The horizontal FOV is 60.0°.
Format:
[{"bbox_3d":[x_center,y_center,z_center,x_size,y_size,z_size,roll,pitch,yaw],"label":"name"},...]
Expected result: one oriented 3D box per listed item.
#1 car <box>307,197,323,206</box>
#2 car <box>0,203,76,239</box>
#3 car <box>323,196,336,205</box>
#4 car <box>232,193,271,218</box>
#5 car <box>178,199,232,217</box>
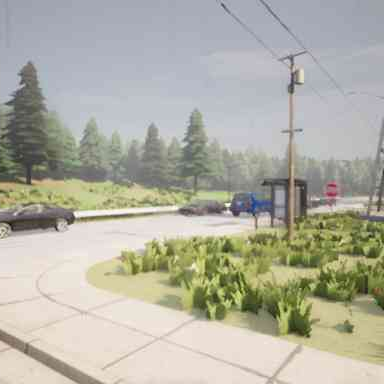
[{"bbox_3d":[14.403,1.422,41.590,1.994,1.385,4.181,1,0,36],"label":"car"},{"bbox_3d":[-8.204,1.305,16.491,2.128,1.511,4.902,1,0,36],"label":"car"},{"bbox_3d":[20.163,1.384,49.663,1.812,1.442,4.674,1,0,36],"label":"car"},{"bbox_3d":[5.415,1.079,29.097,2.150,2.045,5.566,1,0,36],"label":"car"},{"bbox_3d":[1.050,1.363,29.195,2.033,1.411,5.357,1,0,36],"label":"car"}]
